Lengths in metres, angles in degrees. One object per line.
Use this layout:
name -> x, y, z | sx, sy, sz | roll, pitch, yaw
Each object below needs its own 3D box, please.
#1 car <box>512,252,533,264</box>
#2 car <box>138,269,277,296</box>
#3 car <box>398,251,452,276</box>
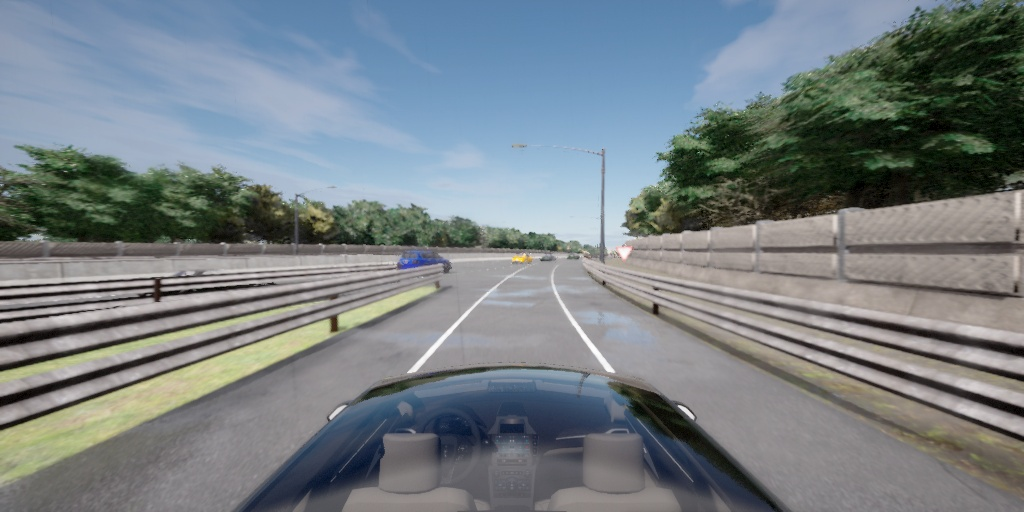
car -> 1.645, 0.356, 53.170 | 1.882, 1.535, 5.008 | 1, 1, 22
car -> -13.336, 1.220, 16.054 | 1.895, 1.301, 4.718 | 0, 1, 22
car -> -7.370, 0.578, 30.813 | 2.150, 2.045, 5.566 | 1, 1, 22
